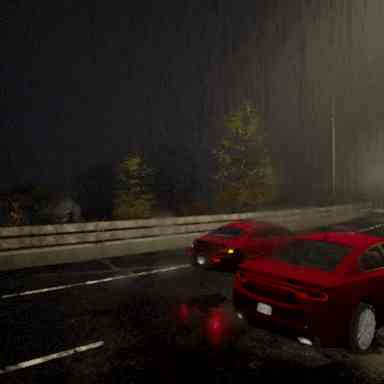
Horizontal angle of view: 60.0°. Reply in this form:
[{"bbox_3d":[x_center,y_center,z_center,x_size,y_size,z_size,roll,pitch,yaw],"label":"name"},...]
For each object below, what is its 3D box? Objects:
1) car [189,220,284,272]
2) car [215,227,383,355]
[{"bbox_3d":[2.024,1.581,9.982,4.674,1.442,1.812,0,0,-39],"label":"car"},{"bbox_3d":[2.968,1.508,6.264,5.008,1.535,1.882,0,0,-38],"label":"car"}]
